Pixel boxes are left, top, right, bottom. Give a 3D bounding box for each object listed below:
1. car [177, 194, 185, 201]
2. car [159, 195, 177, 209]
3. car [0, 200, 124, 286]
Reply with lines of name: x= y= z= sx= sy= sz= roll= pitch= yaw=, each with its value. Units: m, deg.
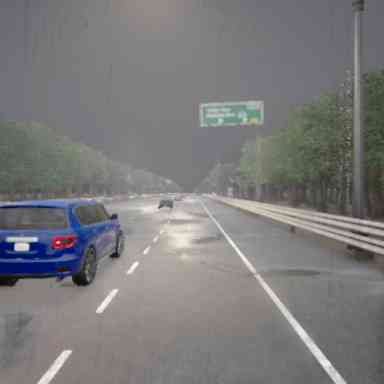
car: x=-3.368 y=1.529 z=80.665 sx=1.994 sy=1.385 sz=4.181 roll=0 pitch=0 yaw=0
car: x=-3.437 y=1.492 z=45.455 sx=1.837 sy=1.490 sz=4.892 roll=0 pitch=0 yaw=0
car: x=-3.499 y=1.222 z=9.530 sx=2.150 sy=2.045 sz=5.566 roll=0 pitch=0 yaw=0
